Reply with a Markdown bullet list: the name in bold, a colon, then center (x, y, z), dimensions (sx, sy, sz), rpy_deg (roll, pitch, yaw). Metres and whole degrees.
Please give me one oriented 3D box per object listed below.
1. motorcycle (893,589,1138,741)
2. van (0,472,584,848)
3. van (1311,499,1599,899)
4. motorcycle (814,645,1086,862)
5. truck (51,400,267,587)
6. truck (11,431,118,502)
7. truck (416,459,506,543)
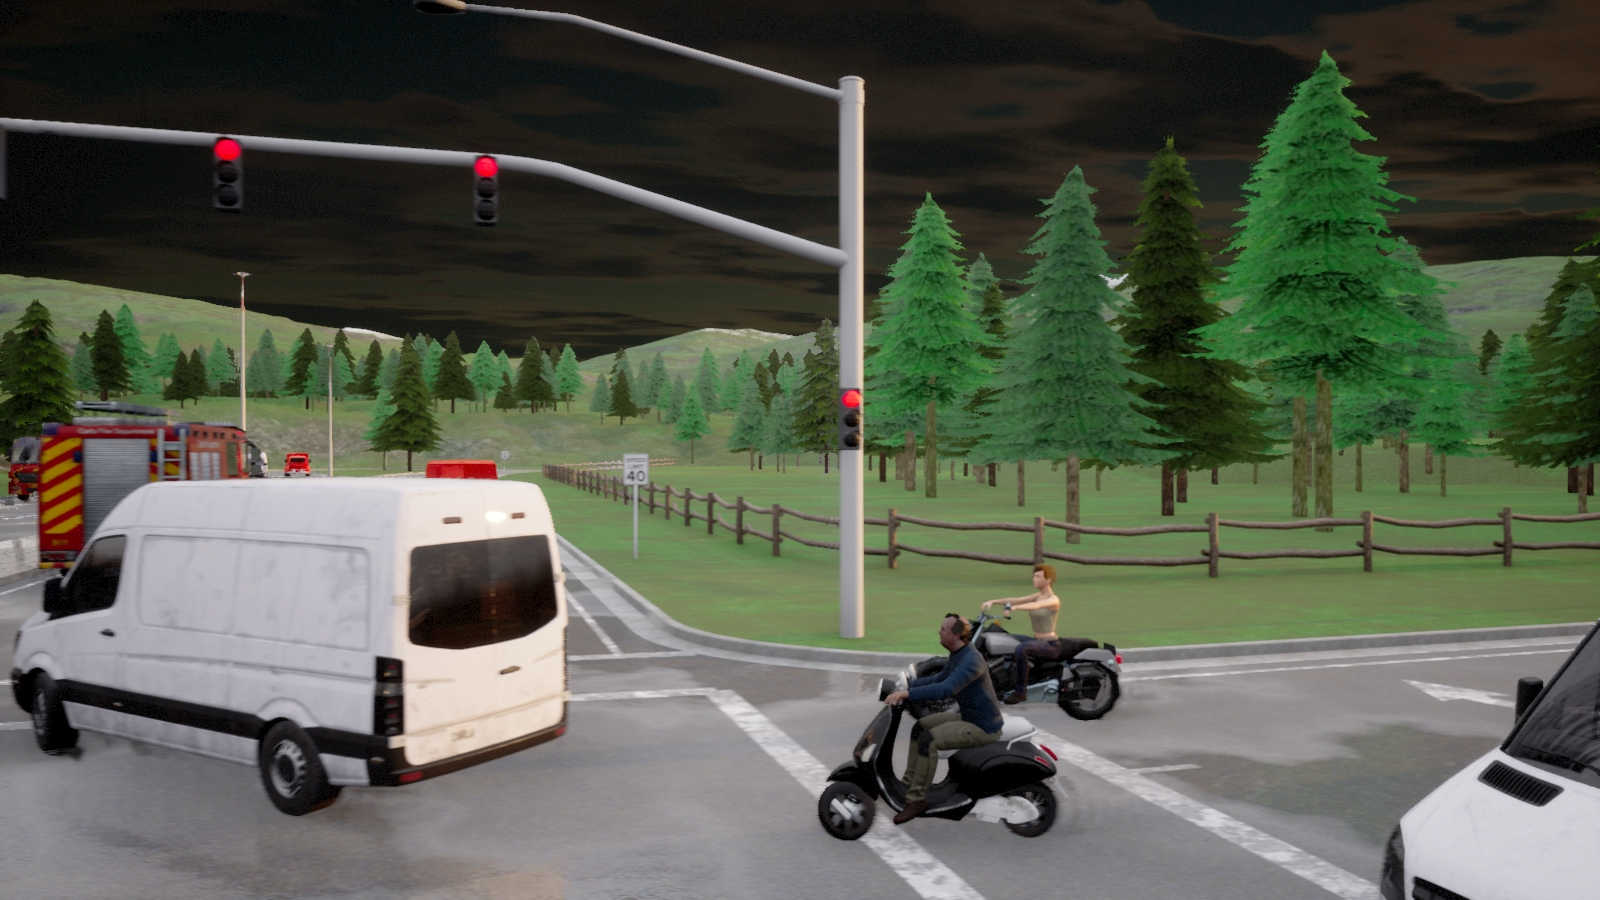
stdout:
- **motorcycle**: center (2.190, 2.151, 11.669), dimensions (2.356, 1.307, 0.764), rpy_deg (0, 0, -14)
- **van**: center (-4.899, 1.534, 10.480), dimensions (5.915, 2.561, 1.988), rpy_deg (0, 0, 31)
- **van**: center (5.513, 1.531, 5.266), dimensions (5.915, 2.561, 1.988), rpy_deg (0, 0, -17)
- **motorcycle**: center (1.031, 2.140, 8.220), dimensions (1.805, 1.316, 0.856), rpy_deg (0, -1, -2)
- **truck**: center (-15.221, 0.891, 27.880), dimensions (2.891, 3.827, 8.468), rpy_deg (0, 0, -17)
- **truck**: center (-42.447, 0.894, 66.250), dimensions (2.891, 3.827, 8.468), rpy_deg (0, 0, -16)
- **truck**: center (-11.073, 1.564, 37.274), dimensions (2.627, 2.467, 5.204), rpy_deg (0, 0, -17)
